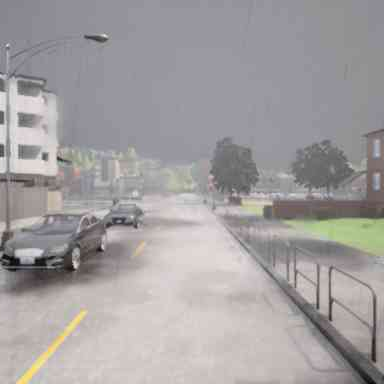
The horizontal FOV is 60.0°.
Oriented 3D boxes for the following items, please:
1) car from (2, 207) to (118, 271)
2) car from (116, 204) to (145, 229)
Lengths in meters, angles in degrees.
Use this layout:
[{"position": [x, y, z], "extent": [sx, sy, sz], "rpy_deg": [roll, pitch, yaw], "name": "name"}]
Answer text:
[{"position": [-4.111, 1.439, 10.753], "extent": [2.128, 1.511, 4.902], "rpy_deg": [0, 0, 0], "name": "car"}, {"position": [-4.105, 1.460, 20.727], "extent": [1.994, 1.385, 4.181], "rpy_deg": [0, 0, 0], "name": "car"}]
